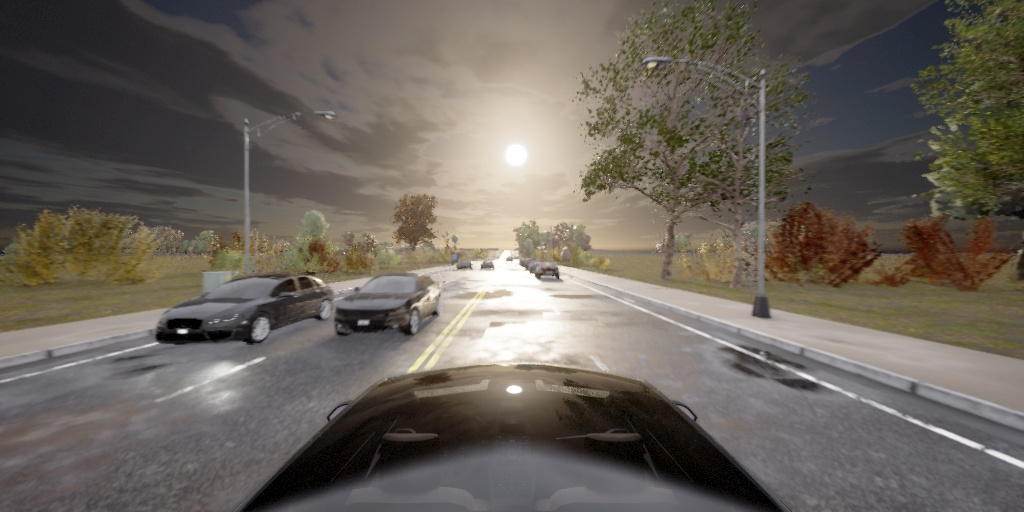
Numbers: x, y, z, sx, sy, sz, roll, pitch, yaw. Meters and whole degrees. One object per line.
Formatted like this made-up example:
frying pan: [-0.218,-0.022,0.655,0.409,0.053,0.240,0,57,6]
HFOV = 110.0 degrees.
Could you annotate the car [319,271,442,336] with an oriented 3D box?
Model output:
car: [-3.352,1.229,10.588,1.882,1.535,5.008,0,0,0]

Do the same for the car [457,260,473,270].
car: [-6.776,1.293,51.999,1.994,1.385,4.181,0,0,0]

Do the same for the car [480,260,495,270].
car: [-3.530,1.291,52.520,1.994,1.385,4.181,0,0,0]

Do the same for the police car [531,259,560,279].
police car: [3.167,1.246,33.029,2.038,1.542,4.974,0,0,0]

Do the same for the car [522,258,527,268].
car: [2.990,1.150,55.050,2.033,1.649,4.856,0,0,-1]

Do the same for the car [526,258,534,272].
car: [3.090,1.258,44.040,1.812,1.442,4.674,0,0,0]

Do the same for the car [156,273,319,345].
car: [-6.598,1.257,9.608,1.837,1.490,4.892,0,0,0]
